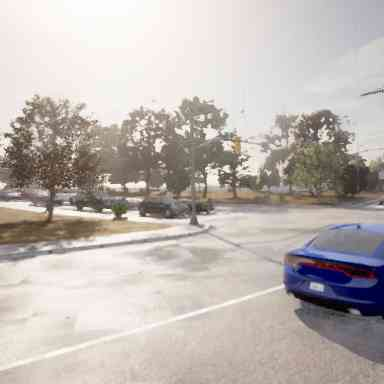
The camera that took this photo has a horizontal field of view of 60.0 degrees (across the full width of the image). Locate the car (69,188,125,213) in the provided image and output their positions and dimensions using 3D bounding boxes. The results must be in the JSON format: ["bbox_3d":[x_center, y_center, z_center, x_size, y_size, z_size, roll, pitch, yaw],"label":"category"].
[{"bbox_3d":[-9.643,0.892,33.595,5.566,2.045,2.150,1,2,39],"label":"car"}]

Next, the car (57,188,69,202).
[{"bbox_3d":[-15.533,0.516,42.904,5.566,2.045,2.150,3,3,39],"label":"car"}]

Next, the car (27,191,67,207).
[{"bbox_3d":[-17.422,0.995,39.942,4.718,1.301,1.895,3,3,39],"label":"car"}]

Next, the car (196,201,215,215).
[{"bbox_3d":[-0.251,1.296,30.483,4.718,1.301,1.895,0,2,39],"label":"car"}]

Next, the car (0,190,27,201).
[{"bbox_3d":[-25.805,0.497,46.811,5.357,1.411,2.033,3,3,39],"label":"car"}]

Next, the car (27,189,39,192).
[{"bbox_3d":[-23.670,0.339,49.579,5.008,1.535,1.882,4,4,41],"label":"car"}]

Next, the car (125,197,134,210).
[{"bbox_3d":[-7.308,1.192,36.216,4.718,1.301,1.895,1,2,39],"label":"car"}]

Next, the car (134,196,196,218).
[{"bbox_3d":[-2.317,1.132,27.635,4.553,1.767,2.097,0,2,39],"label":"car"}]

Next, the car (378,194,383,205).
[{"bbox_3d":[22.157,0.707,37.018,1.812,1.442,4.674,-1,1,38],"label":"car"}]

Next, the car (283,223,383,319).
[{"bbox_3d":[4.000,1.423,7.252,5.008,1.535,1.882,-1,1,-40],"label":"car"}]
